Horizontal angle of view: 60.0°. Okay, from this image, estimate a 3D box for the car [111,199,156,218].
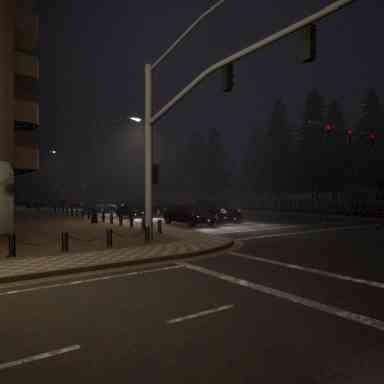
[{"bbox_3d":[-5.435,1.619,30.577,1.994,1.385,4.181,0,0,-36],"label":"car"}]

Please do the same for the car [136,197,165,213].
[{"bbox_3d":[-3.374,1.547,33.709,2.128,1.511,4.902,0,0,-36],"label":"car"}]

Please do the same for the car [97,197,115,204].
[{"bbox_3d":[-16.689,1.656,64.485,1.895,1.301,4.718,0,0,-36],"label":"car"}]

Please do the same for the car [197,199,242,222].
[{"bbox_3d":[1.862,1.407,26.439,2.097,1.767,4.553,0,0,-36],"label":"car"}]

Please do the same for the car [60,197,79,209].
[{"bbox_3d":[-17.286,1.533,47.108,1.882,1.535,5.008,0,0,-35],"label":"car"}]

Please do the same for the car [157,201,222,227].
[{"bbox_3d":[-0.319,1.581,23.508,1.812,1.442,4.674,0,0,-37],"label":"car"}]

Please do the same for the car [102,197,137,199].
[{"bbox_3d":[-9.420,1.603,42.116,2.033,1.411,5.357,0,0,-35],"label":"car"}]

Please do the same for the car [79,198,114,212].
[{"bbox_3d":[-11.177,1.656,38.562,1.895,1.301,4.718,0,0,-36],"label":"car"}]

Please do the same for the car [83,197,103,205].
[{"bbox_3d":[-18.015,1.656,60.365,1.895,1.301,4.718,0,0,-36],"label":"car"}]

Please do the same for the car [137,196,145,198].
[{"bbox_3d":[-8.112,1.407,52.606,2.097,1.767,4.553,0,0,-36],"label":"car"}]
